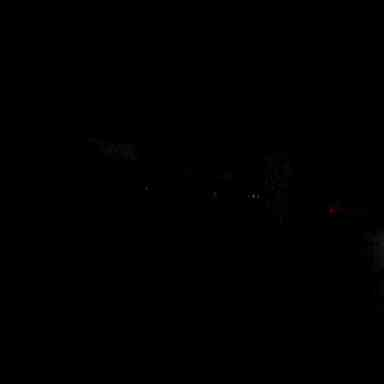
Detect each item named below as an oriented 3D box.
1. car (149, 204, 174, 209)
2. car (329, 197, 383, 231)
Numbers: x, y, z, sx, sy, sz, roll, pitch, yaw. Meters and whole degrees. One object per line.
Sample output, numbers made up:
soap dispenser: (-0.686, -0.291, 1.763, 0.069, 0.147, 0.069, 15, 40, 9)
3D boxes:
car: (-3.036, 1.727, 37.762, 2.097, 1.767, 4.553, 3, -2, -37)
car: (10.548, 1.324, 18.730, 2.150, 2.045, 5.566, 2, -2, -35)
